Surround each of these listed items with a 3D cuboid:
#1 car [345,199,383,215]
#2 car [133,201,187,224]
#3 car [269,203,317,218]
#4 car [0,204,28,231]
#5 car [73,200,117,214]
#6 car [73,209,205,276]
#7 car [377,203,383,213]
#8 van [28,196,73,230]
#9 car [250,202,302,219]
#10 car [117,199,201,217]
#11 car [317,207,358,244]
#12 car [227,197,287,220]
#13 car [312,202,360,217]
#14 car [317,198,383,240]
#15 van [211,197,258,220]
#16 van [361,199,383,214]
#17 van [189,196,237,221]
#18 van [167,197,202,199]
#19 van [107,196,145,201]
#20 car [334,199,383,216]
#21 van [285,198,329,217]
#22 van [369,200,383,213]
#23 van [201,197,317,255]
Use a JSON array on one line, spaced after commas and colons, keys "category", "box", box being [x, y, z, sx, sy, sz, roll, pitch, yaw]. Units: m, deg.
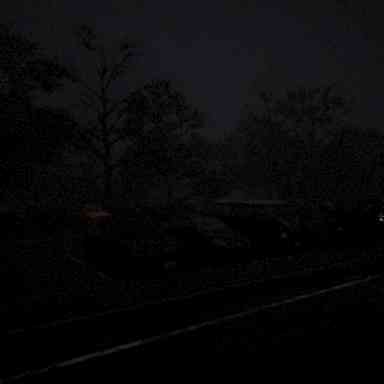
[{"category": "car", "box": [24.403, 2.015, 45.669, 2.435, 2.045, 5.566, 2, -1, -35]}, {"category": "car", "box": [-2.669, 1.560, 26.413, 2.097, 1.535, 5.008, 0, 0, -35]}, {"category": "car", "box": [10.851, 1.939, 36.041, 2.002, 1.452, 4.674, 2, -1, -35]}, {"category": "car", "box": [-11.685, 1.495, 19.973, 2.231, 1.521, 4.892, 0, 0, -35]}, {"category": "car", "box": [-7.069, 1.524, 23.044, 1.946, 1.575, 5.366, 0, 0, -36]}, {"category": "car", "box": [-1.967, 1.541, 10.808, 2.163, 1.488, 4.792, 0, 0, -36]}, {"category": "car", "box": [31.144, 2.449, 50.514, 2.097, 1.535, 5.008, 2, -1, -35]}, {"category": "van", "box": [-9.500, 1.285, 21.681, 1.878, 1.987, 4.442, 0, 0, -35]}, {"category": "car", "box": [8.597, 1.838, 34.430, 2.097, 1.535, 5.008, 2, -1, -35]}, {"category": "car", "box": [-1.132, 1.408, 16.892, 4.553, 1.767, 2.097, 0, 0, -35]}, {"category": "car", "box": [4.786, 1.590, 15.694, 2.163, 1.488, 4.792, 1, -1, -35]}, {"category": "car", "box": [6.258, 1.523, 32.735, 2.435, 2.045, 5.566, 2, -1, -35]}, {"category": "car", "box": [17.618, 2.082, 40.861, 2.097, 1.535, 5.008, 2, -1, -35]}, {"category": "car", "box": [7.031, 1.341, 17.293, 2.435, 2.045, 5.566, 2, -1, -35]}, {"category": "van", "box": [3.918, 1.487, 31.245, 1.878, 1.987, 4.442, 2, -1, -35]}, {"category": "van", "box": [26.708, 2.101, 47.203, 1.878, 1.987, 4.442, 2, -1, -35]}, {"category": "van", "box": [1.765, 1.429, 29.710, 1.878, 1.987, 4.442, 2, -1, -35]}, {"category": "van", "box": [-0.463, 1.365, 27.836, 1.878, 1.987, 4.442, 1, -1, -35]}, {"category": "van", "box": [-4.853, 1.318, 24.706, 1.878, 1.987, 4.442, 0, 0, -35]}, {"category": "car", "box": [22.147, 1.954, 44.061, 2.435, 2.045, 5.566, 2, -1, -35]}, {"category": "van", "box": [12.939, 1.732, 37.675, 1.878, 1.987, 4.442, 2, -1, -35]}, {"category": "van", "box": [28.828, 2.162, 49.001, 1.878, 1.987, 4.442, 2, -1, -35]}, {"category": "van", "box": [2.607, 1.318, 13.961, 1.878, 1.987, 4.442, 0, 0, -35]}]
